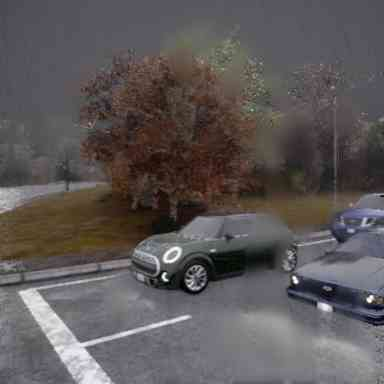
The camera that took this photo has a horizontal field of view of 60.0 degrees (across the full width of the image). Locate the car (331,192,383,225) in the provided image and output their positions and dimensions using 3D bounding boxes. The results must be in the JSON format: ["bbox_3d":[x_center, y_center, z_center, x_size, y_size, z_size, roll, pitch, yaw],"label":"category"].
[{"bbox_3d":[8.303,1.052,14.212,5.566,2.045,2.150,-2,1,-35],"label":"car"}]

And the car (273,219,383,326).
[{"bbox_3d":[4.372,1.507,7.111,5.357,1.411,2.033,-1,0,-36],"label":"car"}]

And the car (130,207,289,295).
[{"bbox_3d":[0.690,1.331,8.834,4.553,1.767,2.097,-1,0,-34],"label":"car"}]
